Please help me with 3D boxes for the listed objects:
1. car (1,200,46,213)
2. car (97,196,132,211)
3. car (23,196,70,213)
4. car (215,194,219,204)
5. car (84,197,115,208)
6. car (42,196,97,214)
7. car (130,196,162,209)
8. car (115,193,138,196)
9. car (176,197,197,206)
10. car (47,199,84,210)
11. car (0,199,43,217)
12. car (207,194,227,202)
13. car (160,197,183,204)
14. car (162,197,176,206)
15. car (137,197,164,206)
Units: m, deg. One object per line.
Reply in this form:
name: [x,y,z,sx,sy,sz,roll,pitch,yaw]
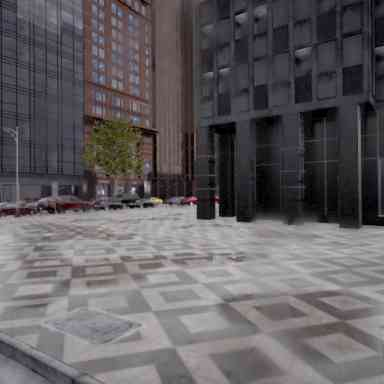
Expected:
car: [-19.864,1.644,39.366,1.947,1.339,4.313,-1,0,35]
car: [-9.648,1.526,39.152,1.947,1.339,4.313,-1,0,35]
car: [-16.879,1.394,38.843,2.097,1.767,4.553,-1,0,35]
car: [3.181,1.223,57.703,2.192,1.841,5.009,-1,0,35]
car: [-13.450,1.486,48.642,1.967,1.590,4.097,-1,0,35]
car: [-12.857,1.291,34.515,2.192,1.841,5.009,-1,0,35]
car: [-6.440,1.510,43.788,1.947,1.339,4.313,-1,0,35]
car: [-10.095,1.228,48.636,2.150,2.045,5.566,-1,0,35]
car: [-0.026,1.463,53.064,1.887,1.381,4.507,-1,0,35]
car: [-16.656,1.643,44.004,1.802,1.307,4.206,-1,0,35]
car: [-16.063,1.578,29.876,1.802,1.307,4.206,-1,0,35]
car: [5.798,1.298,76.472,2.192,1.841,5.009,-1,0,35]
car: [-3.824,1.576,62.557,1.947,1.339,4.313,-1,0,35]
car: [-2.033,1.497,54.758,2.033,1.411,5.357,-1,0,35]
car: [-7.129,1.546,57.778,1.752,1.417,4.829,-1,0,35]
